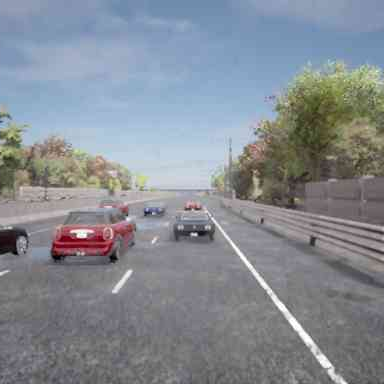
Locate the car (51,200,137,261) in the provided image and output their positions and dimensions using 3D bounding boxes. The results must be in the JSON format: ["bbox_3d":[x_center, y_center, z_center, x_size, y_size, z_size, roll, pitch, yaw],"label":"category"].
[{"bbox_3d":[-3.401,1.357,12.413,2.097,1.767,4.553,0,0,0],"label":"car"}]

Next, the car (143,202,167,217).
[{"bbox_3d":[-3.397,1.620,31.805,1.895,1.301,4.718,0,0,0],"label":"car"}]

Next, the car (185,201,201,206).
[{"bbox_3d":[0.104,1.627,38.146,1.895,1.301,4.718,0,0,0],"label":"car"}]

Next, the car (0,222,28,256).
[{"bbox_3d":[-6.903,1.496,10.257,2.128,1.511,4.902,0,0,0],"label":"car"}]

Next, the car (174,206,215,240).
[{"bbox_3d":[0.104,1.608,17.020,1.895,1.301,4.718,0,0,0],"label":"car"}]
